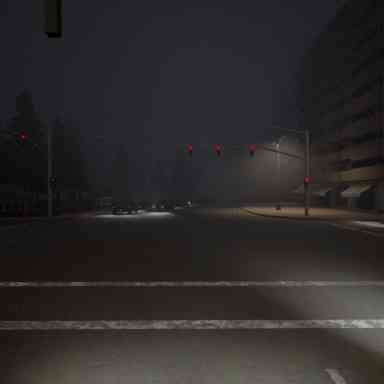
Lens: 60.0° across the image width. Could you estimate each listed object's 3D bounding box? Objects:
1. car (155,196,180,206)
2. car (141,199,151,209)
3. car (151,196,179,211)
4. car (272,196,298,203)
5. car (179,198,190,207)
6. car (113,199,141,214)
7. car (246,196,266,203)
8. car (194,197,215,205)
[{"bbox_3d":[-4.001,1.491,54.785,2.128,1.511,4.902,0,0,21],"label":"car"},{"bbox_3d":[-6.410,1.601,44.129,1.895,1.301,4.718,0,0,6],"label":"car"},{"bbox_3d":[-3.219,1.491,40.634,2.128,1.511,4.902,0,0,4],"label":"car"},{"bbox_3d":[18.502,1.478,67.553,5.008,1.535,1.882,0,0,-33],"label":"car"},{"bbox_3d":[-1.789,1.547,50.831,2.033,1.411,5.357,0,0,16],"label":"car"},{"bbox_3d":[-6.955,1.526,35.051,1.812,1.442,4.674,0,0,2],"label":"car"},{"bbox_3d":[13.138,1.477,68.040,5.008,1.535,1.882,0,0,-41],"label":"car"},{"bbox_3d":[2.298,1.601,60.159,1.895,1.301,4.718,0,0,32],"label":"car"}]
